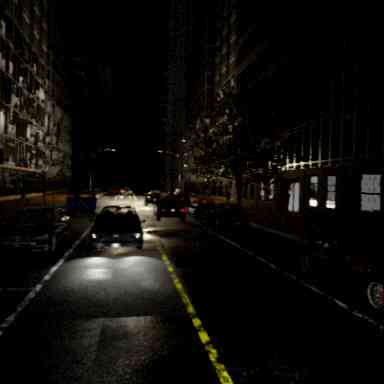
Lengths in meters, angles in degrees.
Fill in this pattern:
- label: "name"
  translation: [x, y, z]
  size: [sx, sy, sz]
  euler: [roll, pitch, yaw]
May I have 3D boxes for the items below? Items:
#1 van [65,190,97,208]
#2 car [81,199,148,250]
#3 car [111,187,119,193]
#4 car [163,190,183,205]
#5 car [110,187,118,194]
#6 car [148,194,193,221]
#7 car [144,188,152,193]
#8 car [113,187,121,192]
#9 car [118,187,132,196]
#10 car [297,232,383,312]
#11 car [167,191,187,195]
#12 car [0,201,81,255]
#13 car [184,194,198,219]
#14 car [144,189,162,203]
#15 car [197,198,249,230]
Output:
- label: "van"
  translation: [-7.440, 0.738, 22.619]
  size: [1.690, 1.788, 3.998]
  euler: [1, 1, -11]
- label: "car"
  translation: [-2.885, 1.238, 13.097]
  size: [2.033, 1.411, 5.357]
  euler: [1, 1, -11]
- label: "car"
  translation: [-18.142, -0.390, 78.521]
  size: [1.802, 1.307, 4.206]
  euler: [1, 1, -11]
- label: "car"
  translation: [-2.422, 0.619, 40.964]
  size: [1.967, 1.590, 4.097]
  euler: [1, 1, -11]
- label: "car"
  translation: [-17.071, -0.286, 72.930]
  size: [1.887, 1.381, 4.507]
  euler: [1, 1, -11]
- label: "car"
  translation: [-1.596, 1.097, 22.560]
  size: [2.033, 1.411, 5.357]
  euler: [1, 1, -10]
- label: "car"
  translation: [-12.050, -0.504, 91.270]
  size: [1.947, 1.339, 4.313]
  euler: [1, 1, -11]
- label: "car"
  translation: [-20.280, -0.711, 89.699]
  size: [1.887, 1.381, 4.507]
  euler: [1, 1, -11]
- label: "car"
  translation: [-12.533, -0.173, 63.529]
  size: [2.097, 1.767, 4.553]
  euler: [1, 1, -11]
- label: "car"
  translation: [3.992, 1.552, 7.430]
  size: [1.802, 1.307, 4.206]
  euler: [1, 1, -11]
- label: "car"
  translation: [-1.353, 0.754, 35.375]
  size: [1.967, 1.590, 4.097]
  euler: [1, 1, -11]
- label: "car"
  translation: [-5.306, 1.208, 11.443]
  size: [2.008, 1.369, 4.403]
  euler: [1, 1, -11]
- label: "car"
  translation: [0.784, 1.133, 24.198]
  size: [2.008, 1.369, 4.403]
  euler: [1, 1, -11]
- label: "car"
  translation: [-4.253, 0.766, 36.396]
  size: [2.033, 1.411, 5.357]
  euler: [1, 1, -10]
- label: "car"
  translation: [1.853, 1.264, 18.609]
  size: [2.008, 1.369, 4.403]
  euler: [1, 1, -11]
